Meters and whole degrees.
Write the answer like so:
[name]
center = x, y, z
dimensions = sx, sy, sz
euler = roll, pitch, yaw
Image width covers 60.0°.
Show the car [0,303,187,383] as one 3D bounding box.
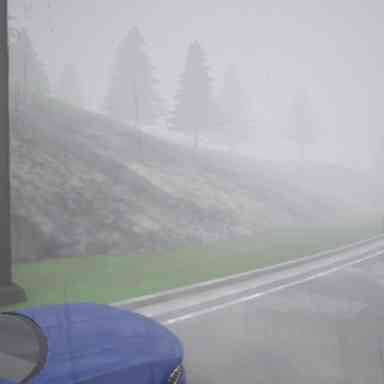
[car]
center = -2.334, 1.505, 2.194
dimensions = 5.008, 1.535, 1.882
euler = -1, 0, -35
